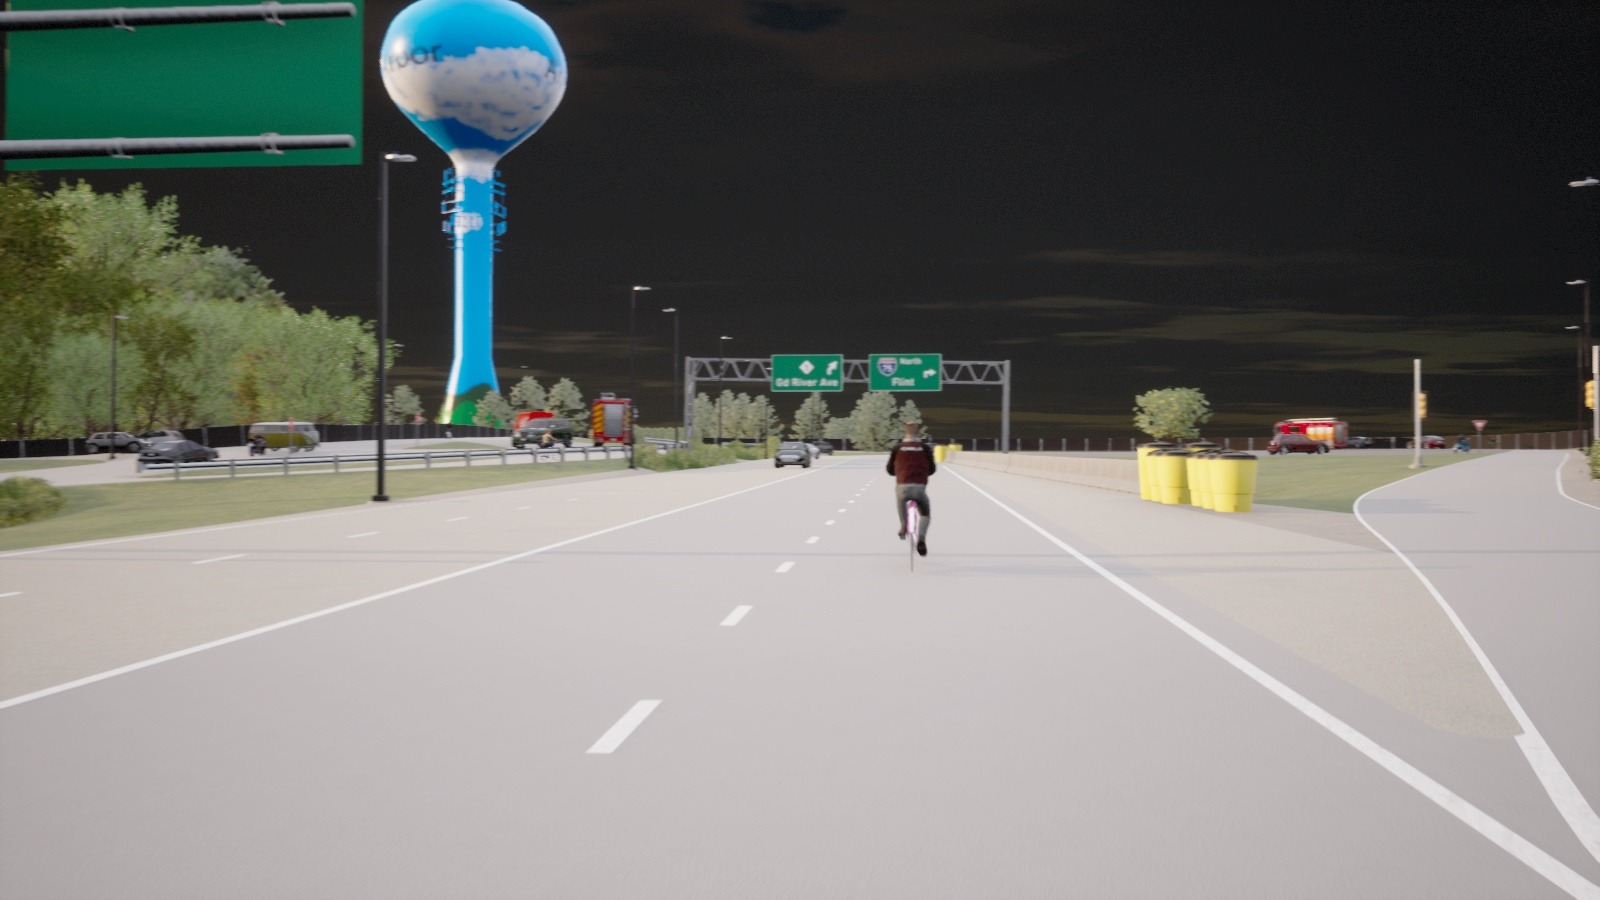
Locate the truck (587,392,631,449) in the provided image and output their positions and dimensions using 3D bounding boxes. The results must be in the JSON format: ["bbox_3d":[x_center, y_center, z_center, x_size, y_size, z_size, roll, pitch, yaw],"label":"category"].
[{"bbox_3d":[-13.695,-2.132,90.032,2.891,3.827,8.468,1,1,-9],"label":"truck"}]

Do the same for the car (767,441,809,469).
[{"bbox_3d":[-0.672,0.263,75.253,2.033,1.649,4.856,0,0,5],"label":"car"}]

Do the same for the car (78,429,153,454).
[{"bbox_3d":[-44.942,-0.567,82.486,3.806,1.475,1.970,-2,1,-8],"label":"car"}]

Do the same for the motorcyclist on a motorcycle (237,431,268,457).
[{"bbox_3d":[-33.845,-0.394,77.658,0.866,1.530,2.191,0,3,0],"label":"motorcyclist on a motorcycle"}]

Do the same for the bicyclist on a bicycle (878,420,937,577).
[{"bbox_3d":[1.295,0.539,15.110,0.659,1.776,1.843,0,0,5],"label":"bicyclist on a bicycle"}]

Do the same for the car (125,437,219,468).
[{"bbox_3d":[-34.505,0.105,69.193,2.033,1.411,5.357,0,3,6],"label":"car"}]

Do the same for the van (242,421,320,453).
[{"bbox_3d":[-33.511,-0.865,81.134,4.442,1.987,1.775,1,3,14],"label":"van"}]

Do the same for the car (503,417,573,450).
[{"bbox_3d":[-17.641,-1.152,84.880,2.150,2.045,5.566,1,2,18],"label":"car"}]

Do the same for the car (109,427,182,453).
[{"bbox_3d":[-44.701,-0.671,85.824,3.988,1.617,1.851,-3,0,-3],"label":"car"}]
